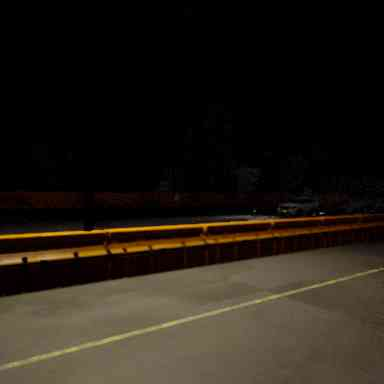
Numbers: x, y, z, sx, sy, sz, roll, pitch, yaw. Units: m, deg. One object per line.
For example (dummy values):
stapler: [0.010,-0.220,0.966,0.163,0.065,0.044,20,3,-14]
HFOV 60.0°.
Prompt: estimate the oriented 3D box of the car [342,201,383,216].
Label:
car: [15.433,1.807,28.898,4.902,1.511,2.128,1,-1,-41]

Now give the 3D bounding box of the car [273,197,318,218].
car: [11.157,1.543,34.399,5.566,2.045,2.150,1,0,-41]

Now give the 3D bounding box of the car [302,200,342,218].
car: [12.720,1.816,31.170,4.892,1.490,1.837,1,0,-41]

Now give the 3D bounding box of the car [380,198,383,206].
car: [38.051,1.945,64.947,1.895,1.301,4.718,0,0,33]

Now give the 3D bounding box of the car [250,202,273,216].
car: [8.451,1.809,36.722,4.902,1.511,2.128,1,0,-41]
